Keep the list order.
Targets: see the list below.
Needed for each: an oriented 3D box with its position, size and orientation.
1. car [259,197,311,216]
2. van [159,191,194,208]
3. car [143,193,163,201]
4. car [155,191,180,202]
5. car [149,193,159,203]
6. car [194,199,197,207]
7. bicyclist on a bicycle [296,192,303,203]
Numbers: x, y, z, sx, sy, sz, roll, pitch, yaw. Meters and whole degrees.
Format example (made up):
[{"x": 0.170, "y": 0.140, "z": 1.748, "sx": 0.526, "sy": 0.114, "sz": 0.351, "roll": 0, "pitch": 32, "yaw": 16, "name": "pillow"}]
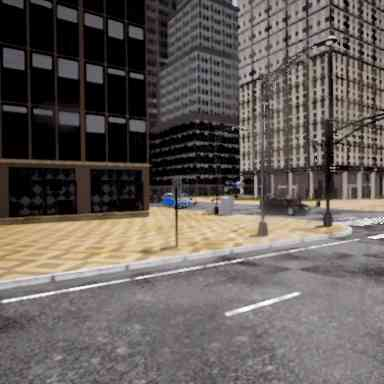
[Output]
[{"x": 8.173, "y": 1.221, "z": 29.586, "sx": 1.837, "sy": 1.490, "sz": 4.892, "roll": -1, "pitch": 1, "yaw": -34, "name": "car"}, {"x": -1.920, "y": 1.032, "z": 39.882, "sx": 1.690, "sy": 1.788, "sz": 3.998, "roll": -1, "pitch": 1, "yaw": -34, "name": "van"}, {"x": -7.399, "y": 0.986, "z": 62.929, "sx": 1.887, "sy": 1.381, "sz": 4.507, "roll": -1, "pitch": 1, "yaw": -34, "name": "car"}, {"x": -4.295, "y": 0.784, "z": 58.340, "sx": 2.192, "sy": 1.841, "sz": 5.009, "roll": -1, "pitch": 1, "yaw": -34, "name": "car"}, {"x": -5.968, "y": 1.022, "z": 56.100, "sx": 1.837, "sy": 1.490, "sz": 4.892, "roll": -1, "pitch": 1, "yaw": -34, "name": "car"}, {"x": -1.245, "y": 1.126, "z": 43.508, "sx": 2.128, "sy": 1.511, "sz": 4.902, "roll": -1, "pitch": 1, "yaw": -34, "name": "car"}, {"x": 12.468, "y": 0.847, "z": 38.815, "sx": 1.656, "sy": 1.620, "sz": 0.582, "roll": -2, "pitch": 1, "yaw": -34, "name": "bicyclist on a bicycle"}]
